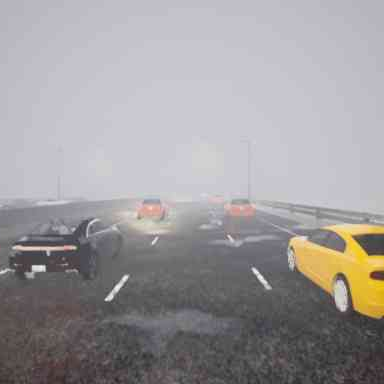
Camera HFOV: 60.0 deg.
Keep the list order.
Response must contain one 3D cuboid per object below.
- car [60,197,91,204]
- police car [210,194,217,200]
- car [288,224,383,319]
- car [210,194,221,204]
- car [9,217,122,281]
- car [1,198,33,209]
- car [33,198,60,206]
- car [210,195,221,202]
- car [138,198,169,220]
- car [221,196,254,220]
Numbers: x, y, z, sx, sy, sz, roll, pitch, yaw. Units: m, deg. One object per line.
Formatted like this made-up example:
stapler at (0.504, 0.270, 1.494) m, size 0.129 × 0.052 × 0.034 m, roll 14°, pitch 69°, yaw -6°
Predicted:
car at (-13.587, 1.404, 40.079) m, size 2.128 × 1.511 × 4.902 m, roll 0°, pitch 0°, yaw 2°
police car at (6.073, 1.364, 92.795) m, size 1.930 × 1.638 × 5.238 m, roll 0°, pitch 0°, yaw 3°
car at (3.630, 1.457, 7.420) m, size 1.882 × 1.535 × 5.008 m, roll 0°, pitch 0°, yaw 0°
car at (4.588, 1.259, 59.921) m, size 2.097 × 1.767 × 4.553 m, roll 0°, pitch 0°, yaw 2°
car at (-3.357, 1.463, 9.748) m, size 2.128 × 1.511 × 4.902 m, roll 0°, pitch 0°, yaw 0°
car at (-20.595, 1.460, 40.062) m, size 2.033 × 1.411 × 5.357 m, roll 0°, pitch 0°, yaw 1°
car at (-17.077, 1.439, 40.537) m, size 1.812 × 1.442 × 4.674 m, roll 0°, pitch 0°, yaw 2°
car at (5.014, 1.416, 70.895) m, size 2.163 × 1.488 × 4.792 m, roll 0°, pitch 0°, yaw 2°
car at (-3.146, 1.286, 27.780) m, size 2.097 × 1.767 × 4.553 m, roll 0°, pitch 0°, yaw 1°
car at (3.856, 1.287, 27.884) m, size 2.097 × 1.767 × 4.553 m, roll 0°, pitch 0°, yaw 1°
